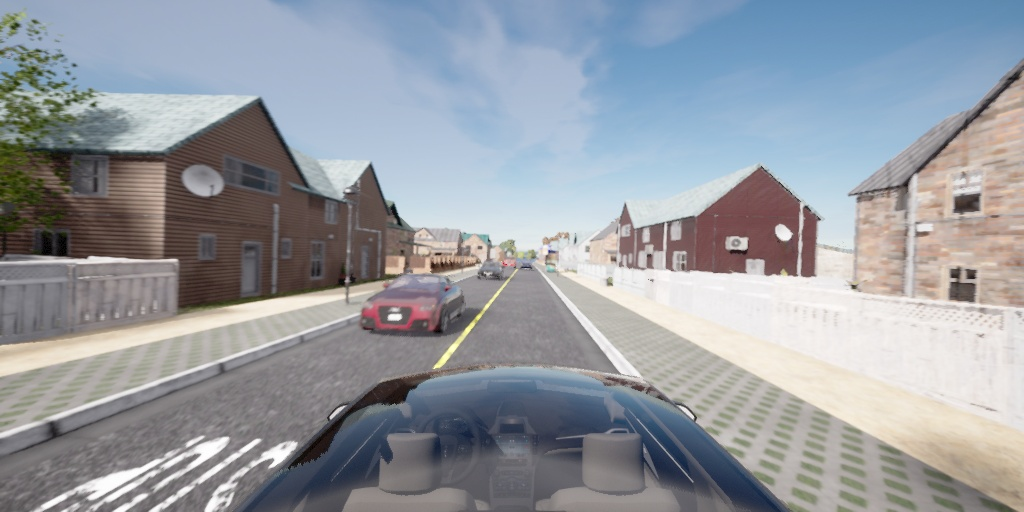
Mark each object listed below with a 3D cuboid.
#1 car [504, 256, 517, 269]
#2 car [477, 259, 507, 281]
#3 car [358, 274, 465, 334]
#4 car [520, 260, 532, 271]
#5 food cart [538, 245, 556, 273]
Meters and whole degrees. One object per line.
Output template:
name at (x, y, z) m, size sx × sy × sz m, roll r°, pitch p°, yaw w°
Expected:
car at (-0.332, 1.015, 59.581) m, size 2.150 × 2.045 × 5.566 m, roll 2°, pitch 0°, yaw 2°
car at (-1.710, 1.190, 29.713) m, size 1.837 × 1.490 × 4.892 m, roll 2°, pitch 0°, yaw 3°
car at (-2.580, 1.211, 10.175) m, size 1.994 × 1.385 × 4.181 m, roll 2°, pitch 0°, yaw 3°
car at (2.188, 1.396, 54.495) m, size 2.033 × 1.411 × 5.357 m, roll 2°, pitch 0°, yaw 2°
food cart at (4.814, 0.416, 46.204) m, size 2.280 × 3.560 × 4.660 m, roll 0°, pitch 0°, yaw 2°
